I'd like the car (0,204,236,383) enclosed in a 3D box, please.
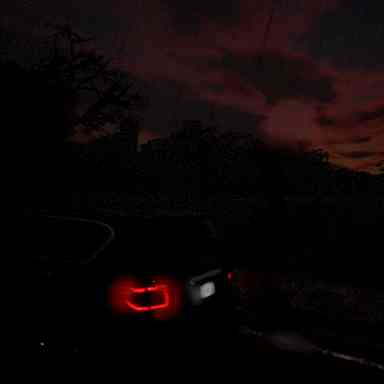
[{"bbox_3d":[-2.000,1.210,5.417,5.566,2.045,2.150,0,0,36],"label":"car"}]
